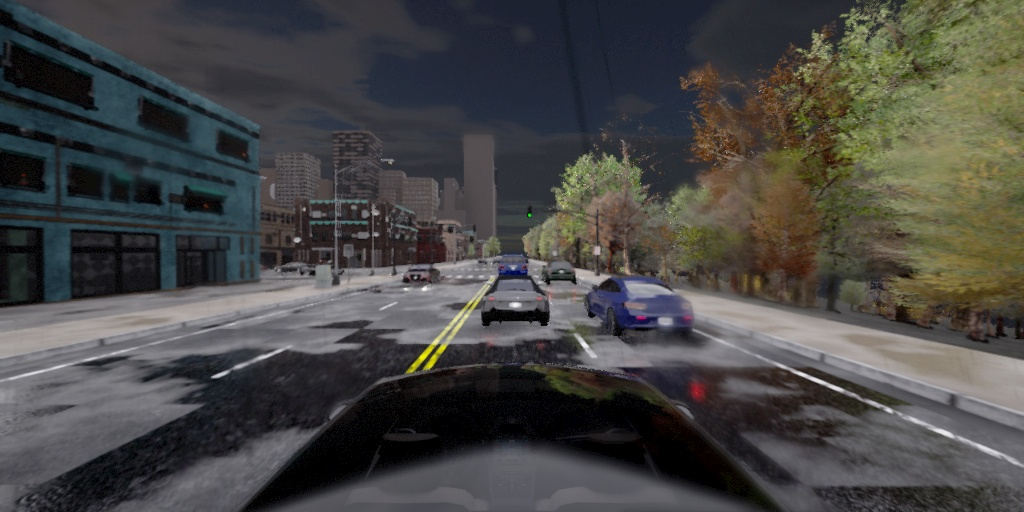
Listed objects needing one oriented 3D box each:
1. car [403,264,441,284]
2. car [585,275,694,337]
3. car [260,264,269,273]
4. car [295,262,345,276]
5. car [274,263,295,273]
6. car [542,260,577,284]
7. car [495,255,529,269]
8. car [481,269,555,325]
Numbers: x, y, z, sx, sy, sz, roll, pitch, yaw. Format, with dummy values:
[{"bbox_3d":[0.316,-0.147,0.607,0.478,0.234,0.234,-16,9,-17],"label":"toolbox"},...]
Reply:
[{"bbox_3d":[-6.543,1.282,26.362,1.994,1.385,4.181,0,0,1],"label":"car"},{"bbox_3d":[3.343,1.265,10.107,1.812,1.442,4.674,0,0,0],"label":"car"},{"bbox_3d":[-33.841,1.600,46.422,4.207,1.307,1.802,0,0,0],"label":"car"},{"bbox_3d":[-19.968,1.520,37.910,4.313,1.339,1.948,0,0,0],"label":"car"},{"bbox_3d":[-28.305,1.505,46.418,4.403,1.370,2.007,0,0,0],"label":"car"},{"bbox_3d":[3.336,1.069,26.219,2.097,1.767,4.553,0,0,0],"label":"car"},{"bbox_3d":[0.061,0.937,27.221,2.150,2.045,5.566,0,0,-1],"label":"car"},{"bbox_3d":[0.095,1.300,11.731,1.994,1.385,4.181,0,0,0],"label":"car"}]
